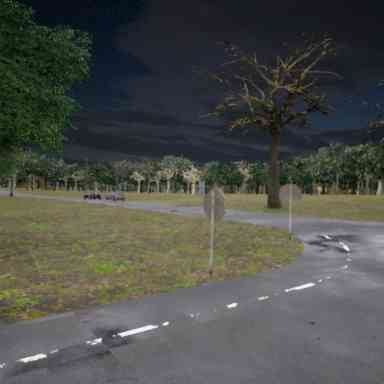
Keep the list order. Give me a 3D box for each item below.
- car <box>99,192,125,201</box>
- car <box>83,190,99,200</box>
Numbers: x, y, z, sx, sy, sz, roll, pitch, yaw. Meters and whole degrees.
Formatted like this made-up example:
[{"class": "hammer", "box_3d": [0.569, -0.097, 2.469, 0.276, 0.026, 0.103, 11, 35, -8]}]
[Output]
[{"class": "car", "box_3d": [-12.100, 0.672, 51.802, 2.128, 1.511, 4.902, 2, -1, -35]}, {"class": "car", "box_3d": [-18.089, 0.483, 60.122, 2.097, 1.767, 4.553, 2, -1, -36]}]
